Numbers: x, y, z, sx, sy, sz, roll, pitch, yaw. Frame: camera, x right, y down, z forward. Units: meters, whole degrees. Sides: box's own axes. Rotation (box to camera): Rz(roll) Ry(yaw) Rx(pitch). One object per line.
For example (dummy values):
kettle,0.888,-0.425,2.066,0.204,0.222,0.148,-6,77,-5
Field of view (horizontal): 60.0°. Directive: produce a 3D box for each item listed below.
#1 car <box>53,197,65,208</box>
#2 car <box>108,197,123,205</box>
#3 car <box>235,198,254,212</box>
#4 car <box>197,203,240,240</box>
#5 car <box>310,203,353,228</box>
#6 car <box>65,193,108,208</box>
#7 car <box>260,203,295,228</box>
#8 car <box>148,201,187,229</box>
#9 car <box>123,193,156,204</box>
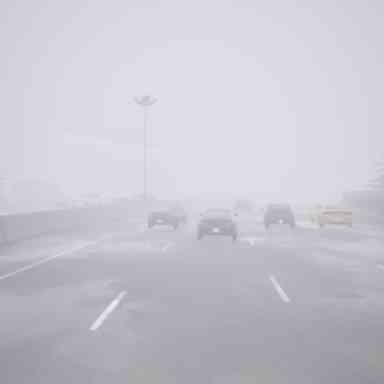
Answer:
car,-17.322,1.389,46.666,1.882,1.535,5.008,0,0,17
car,-10.161,1.438,46.093,1.837,1.490,4.892,0,-1,18
car,6.066,1.486,38.774,1.837,1.490,4.892,0,0,16
car,1.335,1.514,16.848,1.812,1.442,4.674,0,0,7
car,9.333,1.482,22.592,1.882,1.535,5.008,0,0,10
car,-14.177,1.145,45.013,2.150,2.045,5.566,0,0,17
car,5.724,1.500,22.261,1.837,1.490,4.892,0,0,10
car,-1.515,1.502,21.414,1.812,1.442,4.674,0,0,9
car,-6.747,1.162,45.430,2.150,2.045,5.566,0,0,18
